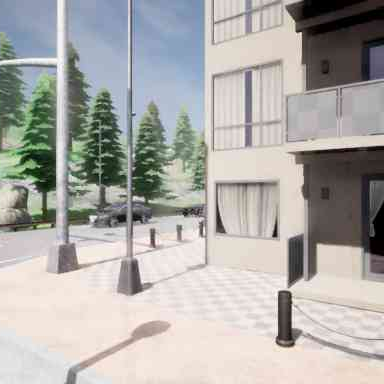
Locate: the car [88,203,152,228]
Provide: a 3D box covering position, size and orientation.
[{"bbox_3d":[-4.796,1.507,22.672,2.128,1.511,4.902,0,0,35],"label":"car"}]

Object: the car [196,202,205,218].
[{"bbox_3d":[2.859,1.562,27.414,2.033,1.411,5.357,0,0,35],"label":"car"}]

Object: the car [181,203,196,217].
[{"bbox_3d":[1.003,1.616,31.032,1.895,1.301,4.718,0,0,35],"label":"car"}]
